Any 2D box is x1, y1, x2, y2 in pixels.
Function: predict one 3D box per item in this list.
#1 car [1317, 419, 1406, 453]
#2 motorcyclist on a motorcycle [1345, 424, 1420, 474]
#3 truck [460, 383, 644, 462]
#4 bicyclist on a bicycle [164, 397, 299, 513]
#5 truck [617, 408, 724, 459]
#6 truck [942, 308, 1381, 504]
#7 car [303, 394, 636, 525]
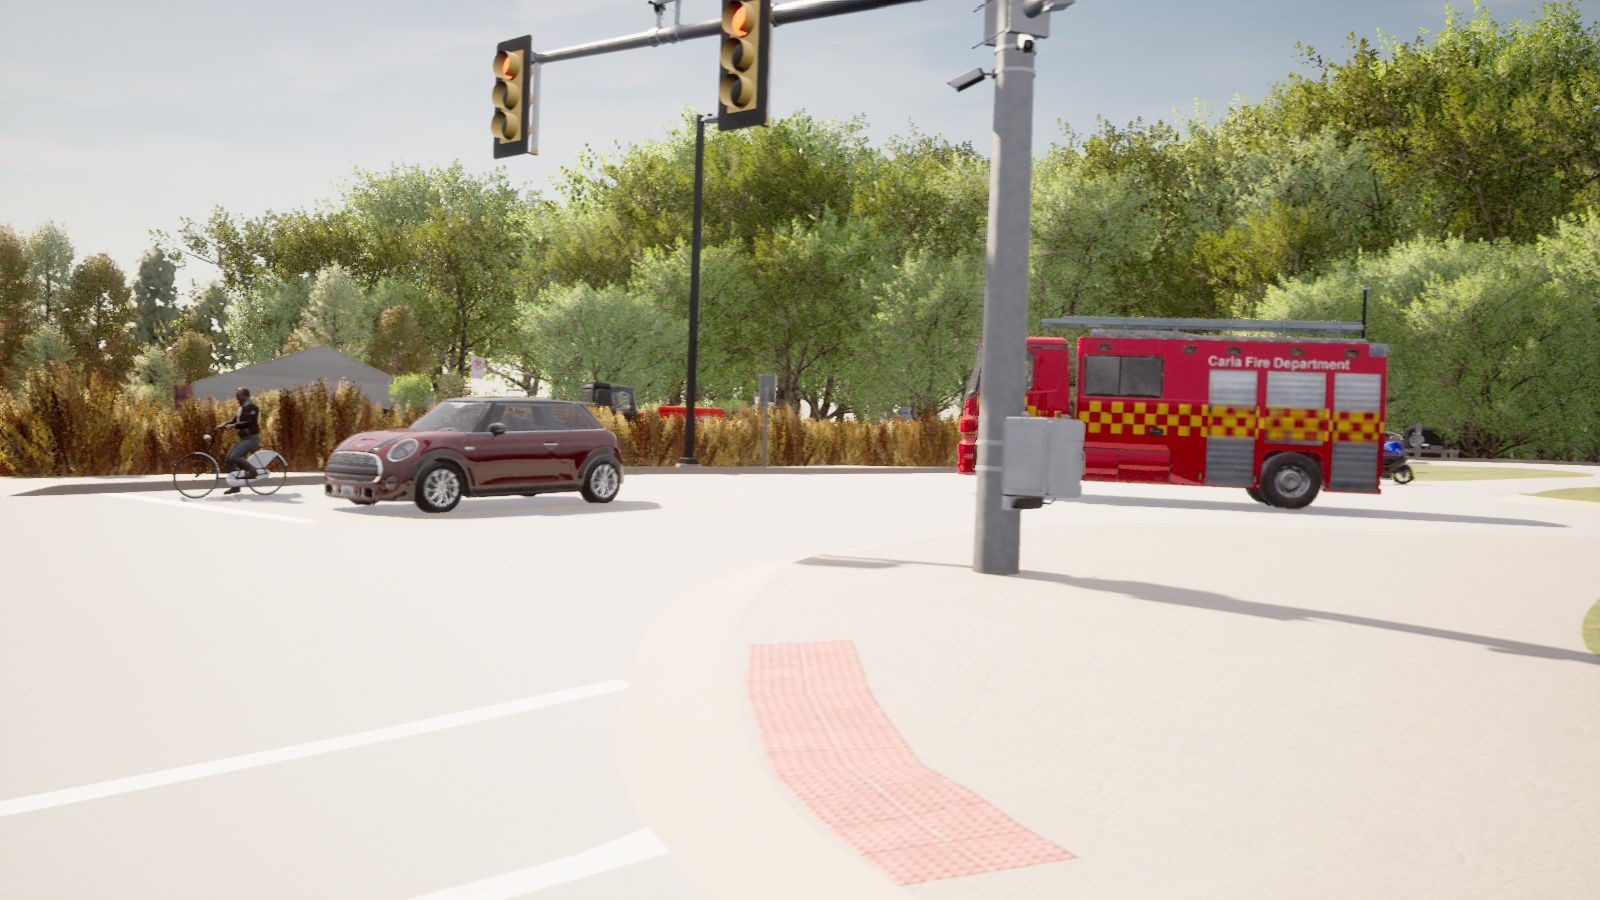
[{"bbox_3d":[26.688,-0.676,59.700,3.705,1.549,1.789,0,2,28],"label":"car"},{"bbox_3d":[18.126,-0.006,39.113,2.044,1.523,0.797,0,-1,21],"label":"motorcyclist on a motorcycle"},{"bbox_3d":[-11.495,-1.277,58.417,7.936,3.462,2.891,0,2,-26],"label":"truck"},{"bbox_3d":[-9.027,0.046,20.002,0.659,1.776,1.843,1,2,39],"label":"bicyclist on a bicycle"},{"bbox_3d":[-6.478,-0.850,63.284,5.204,2.467,2.627,0,1,-4],"label":"truck"},{"bbox_3d":[7.450,-0.968,26.833,8.468,3.827,2.891,1,1,11],"label":"truck"},{"bbox_3d":[-4.918,0.052,19.264,2.097,1.767,4.553,2,2,39],"label":"car"}]
